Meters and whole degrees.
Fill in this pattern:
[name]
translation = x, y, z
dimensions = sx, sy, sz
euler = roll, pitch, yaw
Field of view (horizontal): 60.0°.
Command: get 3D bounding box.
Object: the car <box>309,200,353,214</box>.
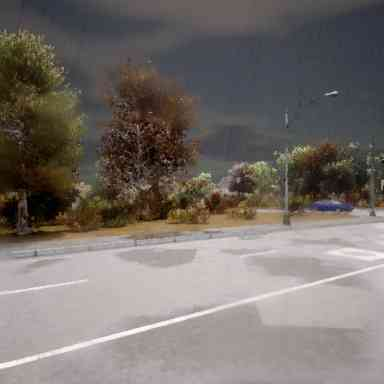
[car]
translation = 15.832, 1.633, 38.122
dimensions = 1.882, 1.535, 5.008
euler = 0, -2, -32
